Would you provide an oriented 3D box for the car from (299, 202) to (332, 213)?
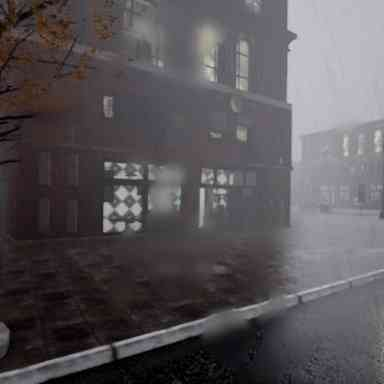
[{"bbox_3d":[15.280,1.869,41.393,2.008,1.369,4.403,2,-1,-28],"label":"car"}]
